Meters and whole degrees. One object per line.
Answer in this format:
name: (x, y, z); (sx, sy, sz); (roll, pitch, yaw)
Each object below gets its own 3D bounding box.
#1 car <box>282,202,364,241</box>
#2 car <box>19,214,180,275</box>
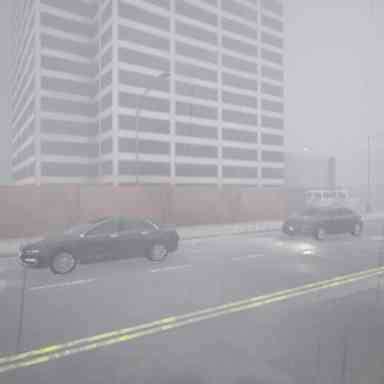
car: (6.581, 1.450, 16.575); (4.892, 1.490, 1.837); (0, 0, -33)
car: (-2.721, 1.491, 10.527); (4.892, 1.490, 1.837); (0, 0, -33)
